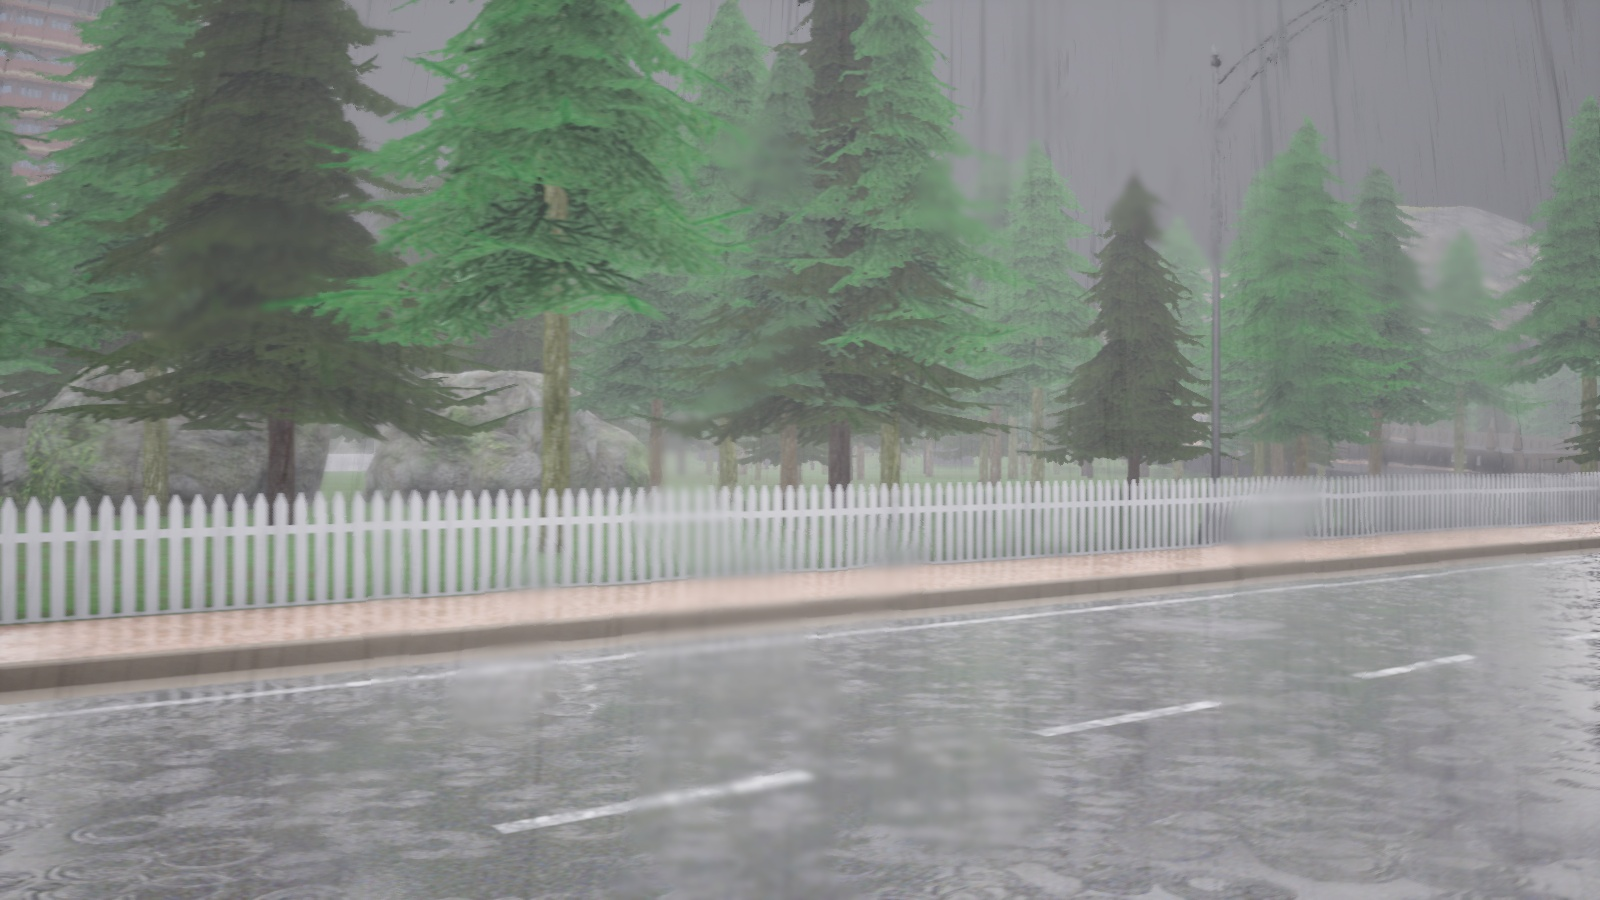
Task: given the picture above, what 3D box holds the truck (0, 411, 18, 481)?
[{"bbox_3d":[-46.960,-0.211,67.026,8.468,3.827,2.891,0,0,-42],"label":"truck"}]
